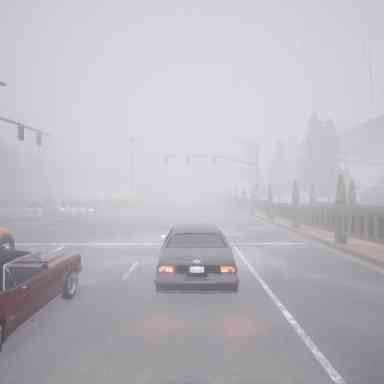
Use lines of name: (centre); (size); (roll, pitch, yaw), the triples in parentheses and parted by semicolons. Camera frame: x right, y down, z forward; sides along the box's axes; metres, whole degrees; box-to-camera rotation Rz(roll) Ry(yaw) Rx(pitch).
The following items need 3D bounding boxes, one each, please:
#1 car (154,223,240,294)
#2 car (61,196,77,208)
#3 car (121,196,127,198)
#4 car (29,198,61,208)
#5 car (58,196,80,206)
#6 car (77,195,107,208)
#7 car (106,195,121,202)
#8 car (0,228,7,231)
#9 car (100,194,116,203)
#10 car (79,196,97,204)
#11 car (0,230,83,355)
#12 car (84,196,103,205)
car: (0.093, 1.547, 8.951); (2.033, 1.411, 5.357); (0, 0, 0)
car: (-17.619, 1.526, 49.410); (1.812, 1.442, 4.674); (0, 0, 0)
car: (-14.056, 1.491, 67.802); (2.128, 1.511, 4.902); (0, 0, 0)
car: (-21.136, 1.547, 47.398); (2.033, 1.411, 5.357); (0, 0, 0)
car: (-21.117, 1.478, 57.269); (1.882, 1.535, 5.008); (0, 0, 0)
car: (-14.136, 1.547, 47.286); (2.033, 1.411, 5.357); (0, 0, 0)
car: (-14.121, 1.601, 57.358); (1.895, 1.301, 4.718); (0, 0, 0)
car: (-6.907, 1.352, 9.161); (2.097, 1.767, 4.553); (0, 0, 0)
car: (-17.556, 1.355, 69.743); (2.097, 1.767, 4.553); (0, 0, 0)
car: (-21.054, 1.525, 67.609); (2.128, 1.511, 4.902); (0, 0, 0)
car: (-3.404, 1.601, 5.496); (1.895, 1.301, 4.718); (0, 0, 0)
car: (-17.612, 1.478, 59.445); (1.882, 1.535, 5.008); (0, 0, 1)
